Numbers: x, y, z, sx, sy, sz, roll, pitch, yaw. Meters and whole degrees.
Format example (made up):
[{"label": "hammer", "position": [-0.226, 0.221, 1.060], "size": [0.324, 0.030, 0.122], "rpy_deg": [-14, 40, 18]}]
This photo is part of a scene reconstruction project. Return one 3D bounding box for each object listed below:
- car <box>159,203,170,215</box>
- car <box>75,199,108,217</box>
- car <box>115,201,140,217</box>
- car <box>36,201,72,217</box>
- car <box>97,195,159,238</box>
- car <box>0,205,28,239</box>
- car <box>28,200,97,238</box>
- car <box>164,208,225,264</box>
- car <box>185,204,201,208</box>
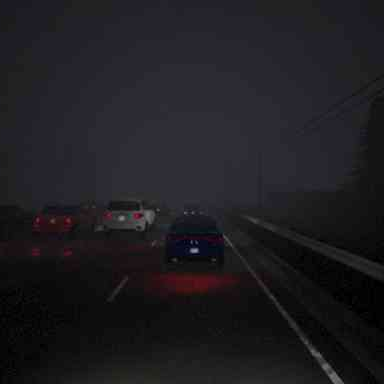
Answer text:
[{"label": "car", "position": [-3.411, 1.830, 35.860], "size": [1.994, 1.385, 4.181], "rpy_deg": [0, 0, 0]}, {"label": "car", "position": [-10.412, 1.609, 34.739], "size": [2.097, 1.767, 4.553], "rpy_deg": [0, 0, 0]}, {"label": "car", "position": [-6.923, 1.792, 36.018], "size": [1.812, 1.442, 4.674], "rpy_deg": [0, 0, 0]}, {"label": "car", "position": [-14.346, 1.750, 34.996], "size": [2.128, 1.511, 4.902], "rpy_deg": [0, 0, -5]}, {"label": "car", "position": [-3.406, 1.361, 18.826], "size": [2.150, 2.045, 5.566], "rpy_deg": [0, 0, 0]}, {"label": "car", "position": [-10.408, 1.488, 18.438], "size": [2.097, 1.767, 4.553], "rpy_deg": [0, -1, 0]}, {"label": "car", "position": [-6.909, 1.490, 18.629], "size": [2.097, 1.767, 4.553], "rpy_deg": [0, 0, 0]}, {"label": "car", "position": [0.081, 1.569, 12.196], "size": [1.882, 1.535, 5.008], "rpy_deg": [0, 0, 0]}, {"label": "car", "position": [0.085, 1.770, 30.071], "size": [2.033, 1.411, 5.357], "rpy_deg": [0, 0, 0]}]
